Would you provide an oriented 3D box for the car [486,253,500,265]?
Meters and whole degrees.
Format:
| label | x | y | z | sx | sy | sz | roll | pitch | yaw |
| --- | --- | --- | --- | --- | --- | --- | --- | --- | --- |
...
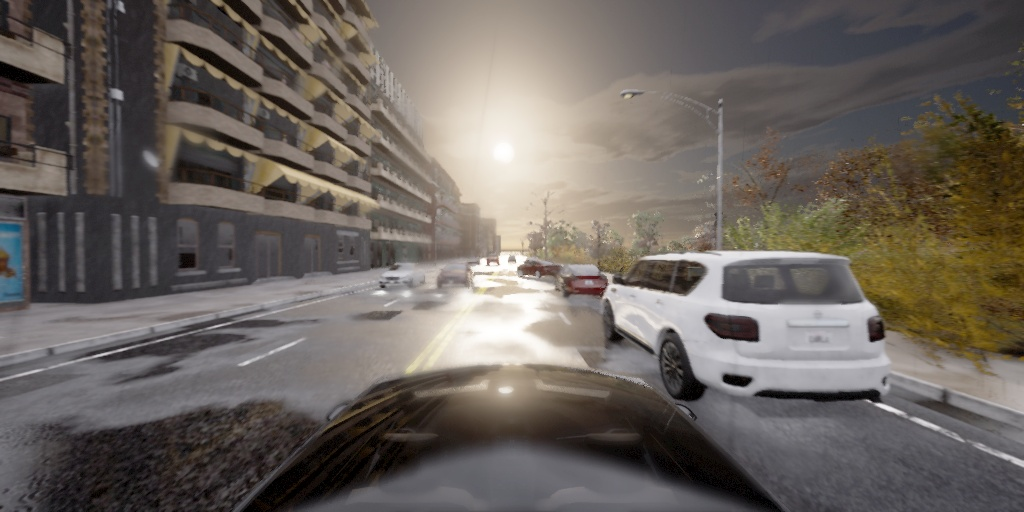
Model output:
| label | x | y | z | sx | sy | sz | roll | pitch | yaw |
| --- | --- | --- | --- | --- | --- | --- | --- | --- | --- |
| car | -3.277 | 0.565 | 62.529 | 2.150 | 2.045 | 5.566 | 0 | 0 | 1 |

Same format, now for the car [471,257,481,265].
| label | x | y | z | sx | sy | sz | roll | pitch | yaw |
| --- | --- | --- | --- | --- | --- | --- | --- | --- | --- |
| car | -6.523 | 0.877 | 62.576 | 2.033 | 1.411 | 5.357 | 0 | 0 | 1 |

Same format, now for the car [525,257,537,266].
| label | x | y | z | sx | sy | sz | roll | pitch | yaw |
| --- | --- | --- | --- | --- | --- | --- | --- | --- | --- |
| car | 3.244 | 0.864 | 61.455 | 1.812 | 1.442 | 4.674 | 0 | 0 | 0 |

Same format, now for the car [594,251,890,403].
| label | x | y | z | sx | sy | sz | roll | pitch | yaw |
| --- | --- | --- | --- | --- | --- | --- | --- | --- | --- |
| car | 3.249 | 0.937 | 6.482 | 2.150 | 2.045 | 5.566 | 0 | 0 | 0 |

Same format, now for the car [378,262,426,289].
| label | x | y | z | sx | sy | sz | roll | pitch | yaw |
| --- | --- | --- | --- | --- | --- | --- | --- | --- | --- |
| car | -6.595 | 1.132 | 22.034 | 1.812 | 1.442 | 4.674 | 0 | 0 | 0 |

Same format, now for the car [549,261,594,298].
| label | x | y | z | sx | sy | sz | roll | pitch | yaw |
| --- | --- | --- | --- | --- | --- | --- | --- | --- | --- |
| car | 3.248 | 1.142 | 17.484 | 2.163 | 1.488 | 4.792 | 0 | 0 | 0 |

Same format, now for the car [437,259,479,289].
| label | x | y | z | sx | sy | sz | roll | pitch | yaw |
| --- | --- | --- | --- | --- | --- | --- | --- | --- | --- |
| car | -3.345 | 1.132 | 22.034 | 1.812 | 1.442 | 4.674 | 0 | 0 | 0 |

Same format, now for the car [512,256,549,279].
| label | x | y | z | sx | sy | sz | roll | pitch | yaw |
| --- | --- | --- | --- | --- | --- | --- | --- | --- | --- |
| car | 2.197 | 1.028 | 30.099 | 1.882 | 1.535 | 5.008 | 0 | 0 | -27 |
